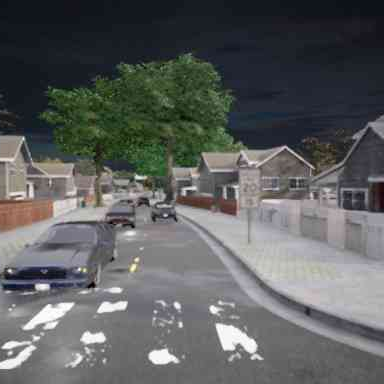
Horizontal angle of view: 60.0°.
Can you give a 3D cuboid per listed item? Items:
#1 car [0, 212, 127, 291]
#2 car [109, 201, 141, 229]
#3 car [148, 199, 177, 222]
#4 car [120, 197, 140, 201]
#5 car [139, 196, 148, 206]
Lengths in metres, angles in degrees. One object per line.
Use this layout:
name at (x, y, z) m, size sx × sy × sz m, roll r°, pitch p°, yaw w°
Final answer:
car at (-3.255, 1.543, 9.409) m, size 2.033 × 1.411 × 5.357 m, roll 0°, pitch 0°, yaw -5°
car at (-4.563, 1.530, 21.859) m, size 2.033 × 1.411 × 5.357 m, roll 0°, pitch 0°, yaw -8°
car at (-2.266, 1.487, 26.162) m, size 1.812 × 1.442 × 4.674 m, roll 0°, pitch 0°, yaw -9°
car at (-6.428, 1.473, 32.565) m, size 1.837 × 1.490 × 4.892 m, roll 0°, pitch 0°, yaw -12°
car at (-7.566, 1.434, 51.288) m, size 1.837 × 1.490 × 4.892 m, roll 0°, pitch 1°, yaw -12°
